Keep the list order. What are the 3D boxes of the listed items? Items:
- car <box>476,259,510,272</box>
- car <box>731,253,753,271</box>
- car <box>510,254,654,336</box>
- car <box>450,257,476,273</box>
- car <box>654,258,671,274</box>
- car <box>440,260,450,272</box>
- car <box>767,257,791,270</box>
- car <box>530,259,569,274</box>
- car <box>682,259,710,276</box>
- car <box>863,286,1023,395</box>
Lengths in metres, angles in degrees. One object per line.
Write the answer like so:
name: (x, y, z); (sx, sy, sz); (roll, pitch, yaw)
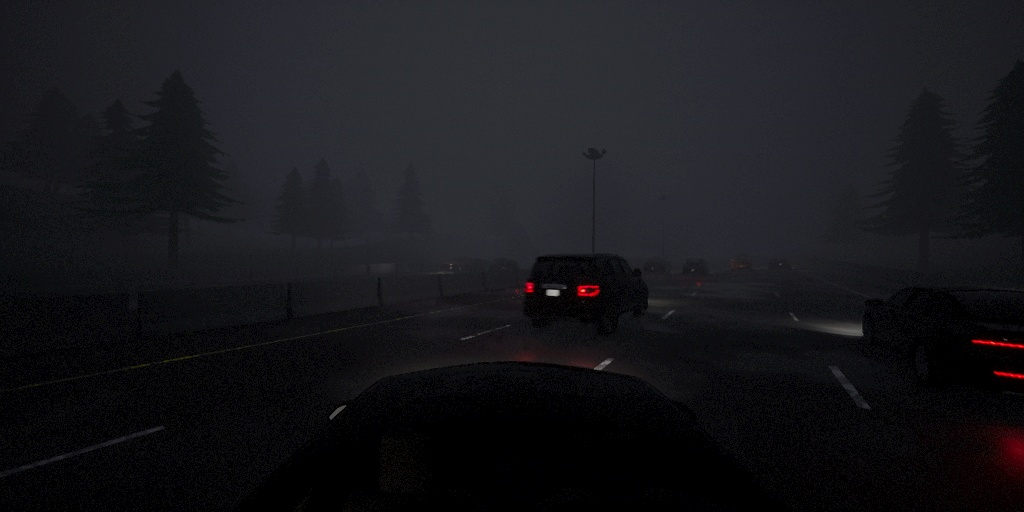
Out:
car: (-1.156, 1.067, 37.672); (2.128, 1.511, 4.902); (0, 1, 33)
car: (25.153, 0.812, 39.247); (1.882, 1.535, 5.008); (0, 1, 33)
car: (2.442, 0.962, 10.774); (2.150, 2.045, 5.566); (0, 0, 33)
car: (-4.078, 1.065, 39.599); (2.128, 1.511, 4.902); (0, 1, 33)
car: (14.641, 0.959, 35.930); (1.882, 1.535, 5.008); (0, 1, 33)
car: (-6.420, 0.911, 42.410); (2.097, 1.767, 4.553); (0, 1, 33)
car: (30.043, 0.828, 40.341); (1.994, 1.385, 4.181); (0, 1, 33)
car: (4.213, 1.065, 39.482); (2.033, 1.411, 5.357); (0, 1, 33)
car: (17.026, 0.991, 33.178); (2.128, 1.511, 4.902); (0, 1, 33)
car: (7.789, 1.254, 6.158); (1.837, 1.490, 4.892); (0, 1, 33)
